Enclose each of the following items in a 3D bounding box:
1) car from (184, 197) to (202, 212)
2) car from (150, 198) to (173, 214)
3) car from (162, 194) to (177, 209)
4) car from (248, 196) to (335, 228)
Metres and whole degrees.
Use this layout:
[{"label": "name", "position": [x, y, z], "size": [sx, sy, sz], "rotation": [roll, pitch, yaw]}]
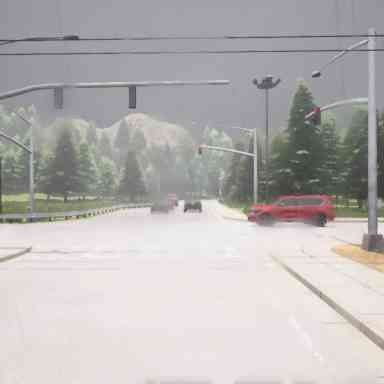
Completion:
[{"label": "car", "position": [0.114, 1.458, 41.285], "size": [2.097, 1.767, 4.553], "rotation": [0, 0, 1]}, {"label": "car", "position": [-3.551, 1.717, 37.606], "size": [1.895, 1.301, 4.718], "rotation": [0, 0, 0]}, {"label": "car", "position": [-3.528, 1.486, 44.729], "size": [2.097, 1.767, 4.553], "rotation": [0, 0, 0]}, {"label": "car", "position": [6.575, 1.272, 22.224], "size": [5.566, 2.045, 2.150], "rotation": [0, 0, 1]}]
